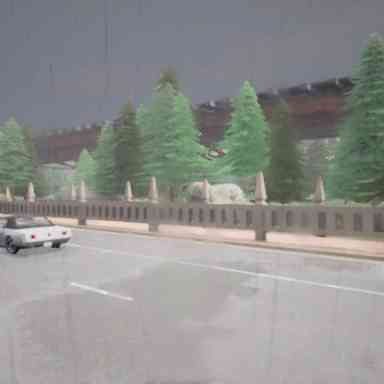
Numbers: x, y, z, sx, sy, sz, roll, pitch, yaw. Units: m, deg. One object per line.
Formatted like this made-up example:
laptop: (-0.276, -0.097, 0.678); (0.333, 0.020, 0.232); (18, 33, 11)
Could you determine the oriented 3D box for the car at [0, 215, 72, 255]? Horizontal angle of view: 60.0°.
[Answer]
car: (-6.980, 1.576, 13.264); (4.718, 1.301, 1.895); (0, 0, 36)
